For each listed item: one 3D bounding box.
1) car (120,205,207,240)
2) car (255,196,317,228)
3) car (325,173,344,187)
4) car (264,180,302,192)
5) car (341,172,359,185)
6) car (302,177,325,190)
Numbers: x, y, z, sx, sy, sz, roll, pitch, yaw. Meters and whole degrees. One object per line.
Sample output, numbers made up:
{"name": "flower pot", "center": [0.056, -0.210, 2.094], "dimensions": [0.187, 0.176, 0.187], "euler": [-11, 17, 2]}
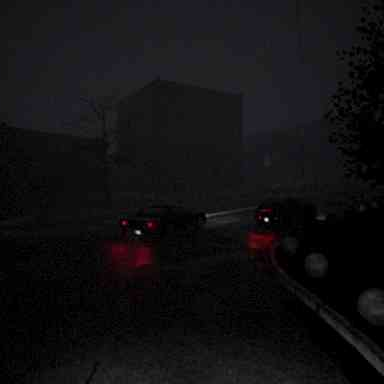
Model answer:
{"name": "car", "center": [-1.072, 1.252, 15.253], "dimensions": [1.895, 1.301, 4.718], "euler": [0, 2, 29]}
{"name": "car", "center": [5.210, 0.977, 18.120], "dimensions": [1.837, 1.490, 4.892], "euler": [0, 3, 40]}
{"name": "car", "center": [20.893, -1.635, 51.628], "dimensions": [5.366, 1.575, 1.946], "euler": [-5, 4, -37]}
{"name": "car", "center": [12.065, -0.852, 45.032], "dimensions": [5.366, 1.575, 1.946], "euler": [-5, 4, -37]}
{"name": "car", "center": [25.522, -2.294, 55.083], "dimensions": [5.566, 2.045, 2.435], "euler": [-5, 4, -37]}
{"name": "car", "center": [16.481, -1.245, 48.325], "dimensions": [5.366, 1.575, 1.946], "euler": [-5, 4, -37]}
